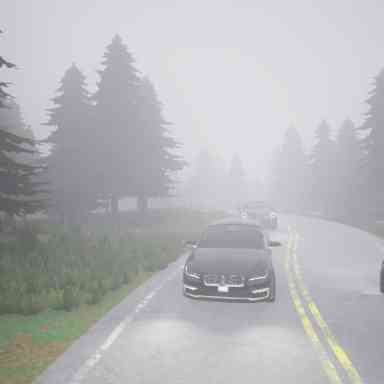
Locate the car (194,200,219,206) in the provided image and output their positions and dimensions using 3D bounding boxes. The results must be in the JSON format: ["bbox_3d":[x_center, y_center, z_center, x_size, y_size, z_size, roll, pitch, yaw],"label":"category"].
[{"bbox_3d":[1.872,1.799,44.853,1.812,1.442,4.674,3,-5,-35],"label":"car"}]

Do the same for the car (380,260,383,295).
[{"bbox_3d":[4.489,1.309,4.638,2.097,1.767,4.553,-1,0,8],"label":"car"}]

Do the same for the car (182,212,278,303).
[{"bbox_3d":[1.082,1.496,8.405,1.837,1.490,4.892,-1,0,12],"label":"car"}]

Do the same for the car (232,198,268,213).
[{"bbox_3d":[6.165,1.411,35.732,1.837,1.490,4.892,2,-1,-16],"label":"car"}]

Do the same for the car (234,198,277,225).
[{"bbox_3d":[3.855,1.270,20.361,2.097,1.767,4.553,-1,0,5],"label":"car"}]
